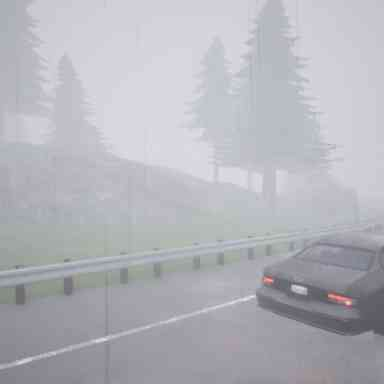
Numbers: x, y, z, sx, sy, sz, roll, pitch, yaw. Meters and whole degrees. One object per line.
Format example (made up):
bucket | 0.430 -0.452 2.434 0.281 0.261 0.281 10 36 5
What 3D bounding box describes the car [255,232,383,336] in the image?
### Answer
car | 3.574 1.544 6.689 5.357 1.411 2.033 0 0 -39
